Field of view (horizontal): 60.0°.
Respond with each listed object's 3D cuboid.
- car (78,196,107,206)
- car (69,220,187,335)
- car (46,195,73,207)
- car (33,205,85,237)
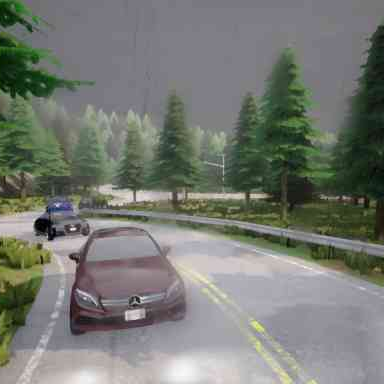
[{"bbox_3d":[-12.642,1.287,42.797,2.097,1.767,4.553,2,2,13],"label":"car"},{"bbox_3d":[-1.509,1.522,7.034,1.812,1.442,4.674,-2,0,-17],"label":"car"},{"bbox_3d":[-12.804,1.325,32.214,2.150,2.045,5.566,-1,0,-18],"label":"car"},{"bbox_3d":[-7.022,1.664,17.742,1.994,1.385,4.181,-4,2,-38],"label":"car"}]
